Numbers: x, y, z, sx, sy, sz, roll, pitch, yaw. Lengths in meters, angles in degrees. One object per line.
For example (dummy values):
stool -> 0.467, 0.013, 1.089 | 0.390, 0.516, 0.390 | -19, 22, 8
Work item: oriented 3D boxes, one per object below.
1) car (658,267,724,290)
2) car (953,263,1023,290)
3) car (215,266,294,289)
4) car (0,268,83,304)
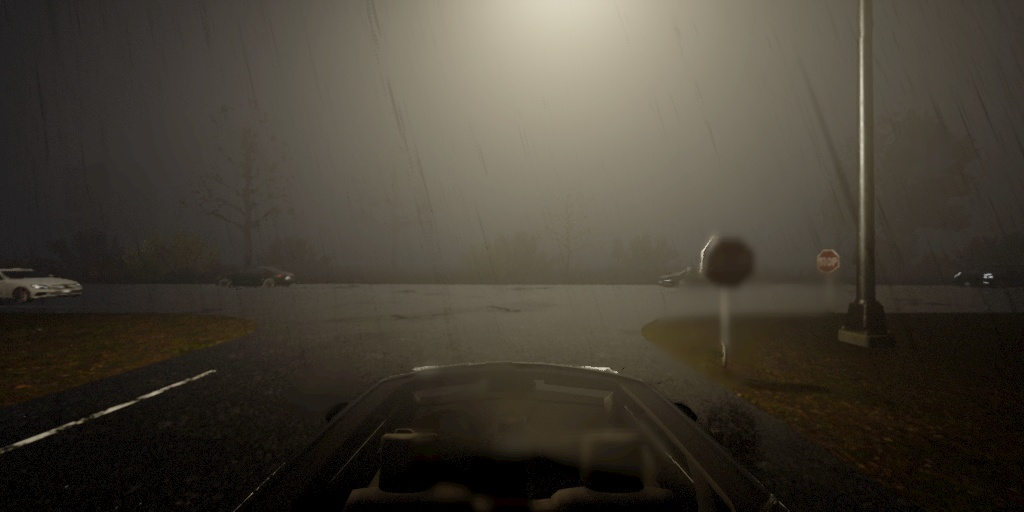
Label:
car -> 12.185, 1.485, 23.616 | 4.892, 1.490, 1.837 | 0, 0, -2
car -> 32.867, 1.319, 24.177 | 4.553, 1.767, 2.097 | 0, 0, -2
car -> -16.347, 1.356, 22.916 | 4.181, 1.385, 1.994 | 0, 0, -2
car -> -21.992, 1.265, 15.760 | 4.674, 1.442, 1.812 | 0, 0, -2
